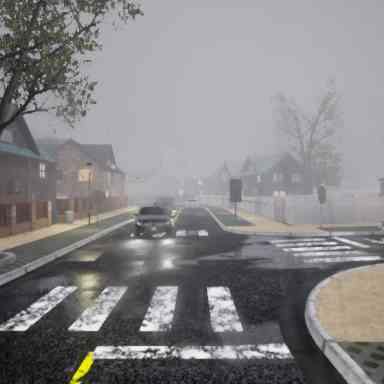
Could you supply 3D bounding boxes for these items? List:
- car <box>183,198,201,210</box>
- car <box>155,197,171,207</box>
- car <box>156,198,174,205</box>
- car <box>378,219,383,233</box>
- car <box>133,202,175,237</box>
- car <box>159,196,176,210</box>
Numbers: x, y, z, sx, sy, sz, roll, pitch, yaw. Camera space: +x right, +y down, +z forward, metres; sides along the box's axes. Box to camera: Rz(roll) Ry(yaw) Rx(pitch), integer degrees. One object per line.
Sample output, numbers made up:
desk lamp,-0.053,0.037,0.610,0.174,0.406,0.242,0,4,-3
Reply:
car,-0.042,1.508,42.131,1.812,1.442,4.674,0,0,-2
car,-4.732,1.579,53.549,1.812,1.442,4.674,0,-1,-15
car,-2.885,1.551,29.931,1.994,1.385,4.181,0,0,-1
car,10.454,1.240,14.080,4.674,1.442,1.812,-1,0,0
car,-2.235,1.518,18.315,1.812,1.442,4.674,0,0,-10
car,-3.149,1.334,42.367,2.097,1.767,4.553,0,0,-4
